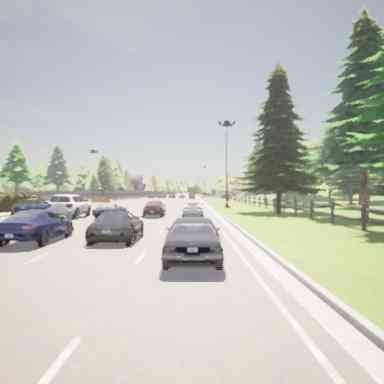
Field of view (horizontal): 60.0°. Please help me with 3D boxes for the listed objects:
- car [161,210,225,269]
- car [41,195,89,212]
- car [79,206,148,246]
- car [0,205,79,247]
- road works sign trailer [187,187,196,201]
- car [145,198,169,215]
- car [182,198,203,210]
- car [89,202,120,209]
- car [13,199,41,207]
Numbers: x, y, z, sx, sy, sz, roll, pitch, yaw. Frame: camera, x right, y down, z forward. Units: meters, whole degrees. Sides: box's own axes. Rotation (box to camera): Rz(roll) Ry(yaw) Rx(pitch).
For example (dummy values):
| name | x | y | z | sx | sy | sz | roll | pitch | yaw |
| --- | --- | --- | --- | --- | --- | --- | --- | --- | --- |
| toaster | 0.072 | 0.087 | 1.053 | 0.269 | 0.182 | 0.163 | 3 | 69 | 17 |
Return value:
| name | x | y | z | sx | sy | sz | roll | pitch | yaw |
| --- | --- | --- | --- | --- | --- | --- | --- | --- | --- |
| car | 0.038 | 1.549 | 11.127 | 2.033 | 1.411 | 5.357 | 0 | 0 | 1 |
| car | -10.445 | 1.228 | 28.717 | 2.150 | 2.045 | 5.566 | 0 | 0 | 0 |
| car | -3.433 | 1.566 | 15.410 | 1.994 | 1.385 | 4.181 | 0 | 0 | 0 |
| car | -6.934 | 1.529 | 14.962 | 1.812 | 1.442 | 4.674 | 0 | -1 | 0 |
| road works sign trailer | -0.026 | 0.476 | 86.664 | 2.380 | 3.560 | 2.880 | 0 | 0 | 0 |
| car | -3.437 | 1.530 | 30.811 | 1.812 | 1.442 | 4.674 | 0 | 0 | 0 |
| car | 0.063 | 1.530 | 30.861 | 1.812 | 1.442 | 4.674 | 0 | 0 | 0 |
| car | -6.946 | 1.605 | 28.411 | 1.895 | 1.301 | 4.718 | 0 | 0 | 0 |
| car | -13.942 | 1.355 | 29.549 | 2.097 | 1.767 | 4.553 | 0 | 0 | 0 |
